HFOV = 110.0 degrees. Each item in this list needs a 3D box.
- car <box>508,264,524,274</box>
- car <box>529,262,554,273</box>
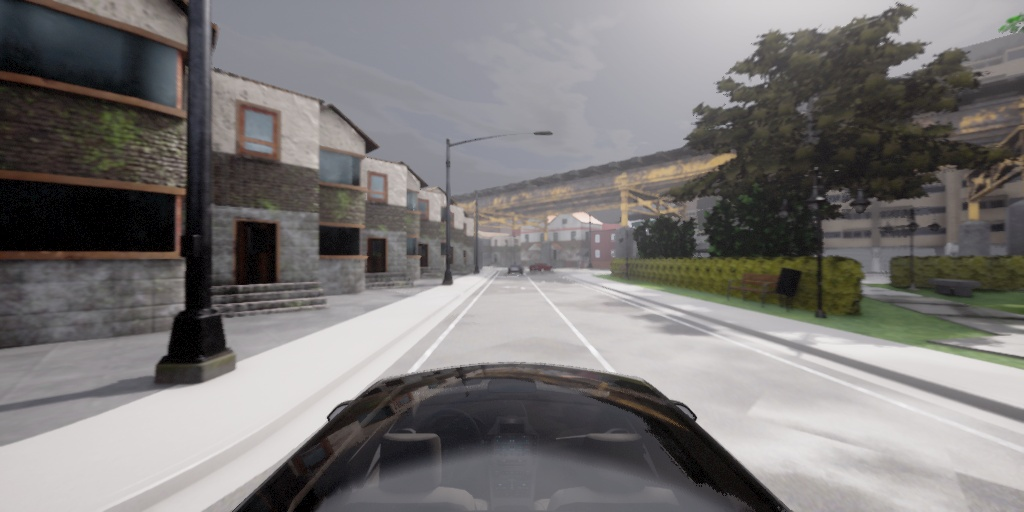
[{"bbox_3d":[0.539,1.688,47.942,1.994,1.385,4.181,0,0,5],"label":"car"},{"bbox_3d":[4.297,1.630,52.209,1.882,1.535,5.008,-1,0,33],"label":"car"}]
